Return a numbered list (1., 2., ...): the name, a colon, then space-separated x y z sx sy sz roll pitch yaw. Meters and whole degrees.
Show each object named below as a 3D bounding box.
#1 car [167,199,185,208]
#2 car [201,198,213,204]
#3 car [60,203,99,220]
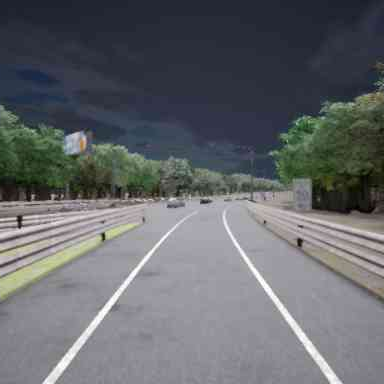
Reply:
1. car: -2.508 1.908 54.499 1.994 1.385 4.181 0 0 17
2. car: 3.348 1.970 74.129 1.882 1.535 5.008 0 0 17
3. car: -9.810 1.774 29.956 2.128 1.511 4.902 0 0 17
